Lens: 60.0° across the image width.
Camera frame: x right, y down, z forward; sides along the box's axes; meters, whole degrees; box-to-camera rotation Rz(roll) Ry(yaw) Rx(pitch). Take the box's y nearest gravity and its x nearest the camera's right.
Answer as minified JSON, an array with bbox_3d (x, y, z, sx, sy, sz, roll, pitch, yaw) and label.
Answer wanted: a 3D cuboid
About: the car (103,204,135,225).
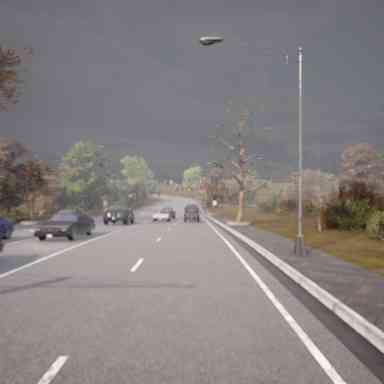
[{"bbox_3d":[-7.108,2.162,32.911,2.150,2.045,5.566,0,-3,0],"label":"car"}]

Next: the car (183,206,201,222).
[{"bbox_3d":[-0.034,2.692,38.902,2.128,1.511,4.902,0,-3,0],"label":"car"}]

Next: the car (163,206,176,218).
[{"bbox_3d":[-3.541,3.015,49.517,2.097,1.767,4.553,0,-3,0],"label":"car"}]

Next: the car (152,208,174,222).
[{"bbox_3d":[-3.534,2.821,39.342,1.895,1.301,4.718,0,-3,0],"label":"car"}]

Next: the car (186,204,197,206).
[{"bbox_3d":[-0.043,2.882,49.444,2.150,2.045,5.566,0,-2,0],"label":"car"}]

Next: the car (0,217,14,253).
[{"bbox_3d":[-7.127,1.617,8.925,2.033,1.411,5.357,0,-1,-3],"label":"car"}]

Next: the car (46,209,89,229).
[{"bbox_3d":[-10.604,2.266,28.793,1.837,1.490,4.892,0,-3,0],"label":"car"}]

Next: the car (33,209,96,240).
[{"bbox_3d":[-7.104,1.902,19.260,2.033,1.411,5.357,0,-2,0],"label":"car"}]
